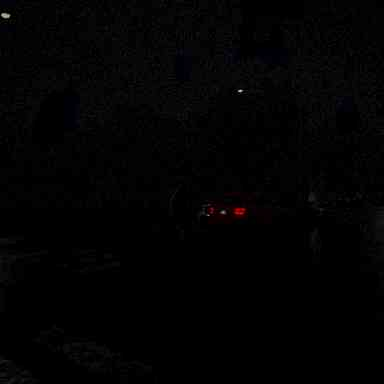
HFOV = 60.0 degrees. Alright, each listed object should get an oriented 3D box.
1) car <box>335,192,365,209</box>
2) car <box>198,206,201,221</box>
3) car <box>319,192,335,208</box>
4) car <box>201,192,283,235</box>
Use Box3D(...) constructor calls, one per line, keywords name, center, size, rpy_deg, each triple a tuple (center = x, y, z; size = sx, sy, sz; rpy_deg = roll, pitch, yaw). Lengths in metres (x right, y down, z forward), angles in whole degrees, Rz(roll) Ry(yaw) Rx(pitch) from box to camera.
Box3D(name="car", center=(19.731, 1.033, 41.003), size=(2.150, 2.045, 5.566), rpy_deg=(0, 0, 36))
Box3D(name="car", center=(2.628, 1.059, 22.565), size=(2.150, 2.045, 5.566), rpy_deg=(0, 0, 36))
Box3D(name="car", center=(18.711, 1.043, 44.464), size=(2.150, 2.045, 5.566), rpy_deg=(0, -1, 36))
Box3D(name="car", center=(3.077, 1.073, 18.178), size=(2.150, 2.045, 5.566), rpy_deg=(0, 0, 36))
